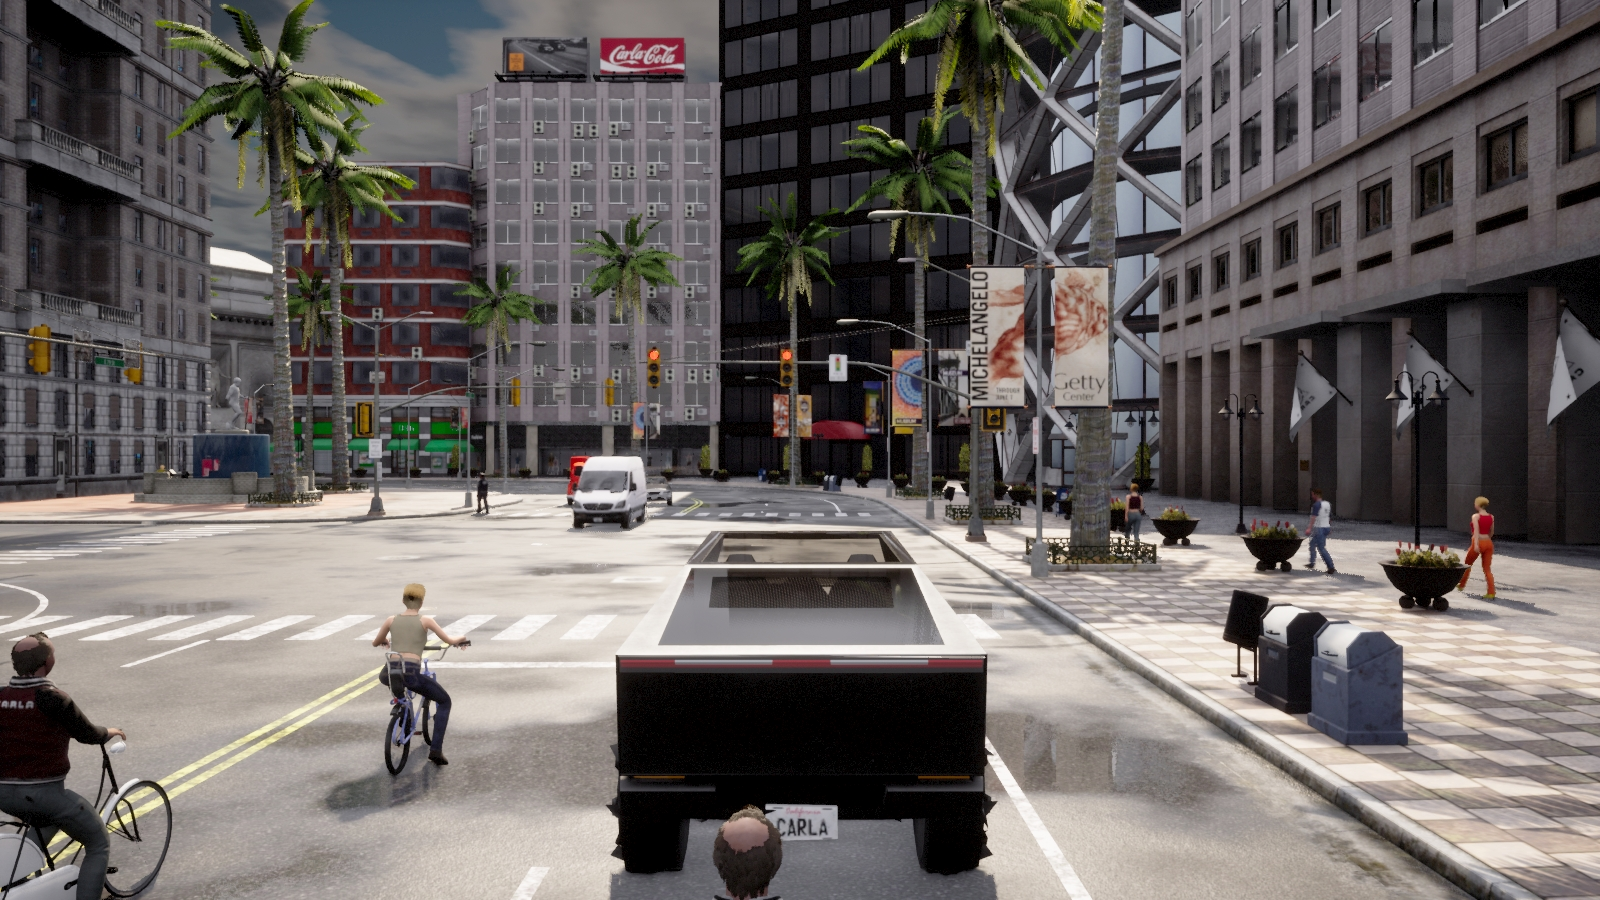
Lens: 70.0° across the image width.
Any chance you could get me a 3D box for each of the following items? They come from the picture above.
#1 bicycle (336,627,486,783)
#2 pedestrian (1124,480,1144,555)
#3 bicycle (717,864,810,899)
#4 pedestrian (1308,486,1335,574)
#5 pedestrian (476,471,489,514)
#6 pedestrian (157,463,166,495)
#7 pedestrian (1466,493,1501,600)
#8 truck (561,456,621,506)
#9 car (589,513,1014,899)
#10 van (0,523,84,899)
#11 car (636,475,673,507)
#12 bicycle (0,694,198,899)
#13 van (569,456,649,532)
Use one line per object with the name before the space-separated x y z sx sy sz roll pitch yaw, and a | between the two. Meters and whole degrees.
bicycle | -3.473 2.256 10.347 0.859 1.080 1.487 0 0 0
pedestrian | 8.393 1.698 28.710 0.375 1.860 0.375 0 0 -1
bicycle | -0.147 2.210 3.549 0.329 1.171 1.835 0 0 1
pedestrian | 11.168 1.701 24.471 0.375 1.860 0.375 0 0 -36
pedestrian | -13.810 1.849 49.676 0.375 1.860 0.375 0 0 44
pedestrian | -37.204 1.696 66.549 0.375 1.860 0.375 0 0 -17
pedestrian | 12.087 1.704 20.214 0.375 1.860 0.375 0 0 -5
truck | -10.821 1.568 59.475 2.627 2.467 5.204 0 0 -5
car | 0.011 1.753 9.550 2.390 2.098 6.274 0 0 0
van | -3.501 1.534 1.043 1.988 2.561 5.915 0 0 0
car | -7.460 2.066 58.811 1.816 1.474 4.193 0 0 -7
bicycle | -4.243 2.210 6.662 0.329 1.171 1.835 0 0 6
van | -6.988 1.534 42.328 1.988 2.561 5.915 0 0 0
